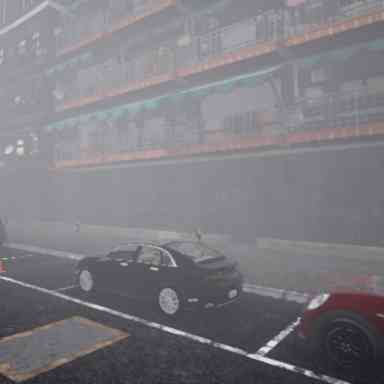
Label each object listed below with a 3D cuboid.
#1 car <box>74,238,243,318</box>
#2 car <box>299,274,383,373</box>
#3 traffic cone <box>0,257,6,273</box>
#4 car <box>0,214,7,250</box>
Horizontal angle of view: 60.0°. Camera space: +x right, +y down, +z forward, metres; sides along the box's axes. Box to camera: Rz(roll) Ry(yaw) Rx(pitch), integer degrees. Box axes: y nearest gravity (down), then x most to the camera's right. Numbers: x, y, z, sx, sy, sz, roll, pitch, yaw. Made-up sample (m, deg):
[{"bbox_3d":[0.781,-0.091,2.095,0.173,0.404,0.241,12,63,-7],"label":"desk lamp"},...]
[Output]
[{"bbox_3d":[-0.964,1.744,7.721,4.403,1.369,2.008,-1,-2,37],"label":"car"},{"bbox_3d":[3.550,1.579,4.350,4.097,1.590,1.967,-1,-2,37],"label":"car"},{"bbox_3d":[-5.948,2.178,10.229,0.340,0.580,0.340,-1,-2,37],"label":"traffic cone"},{"bbox_3d":[-9.990,1.616,14.478,5.009,1.841,2.192,-1,-2,37],"label":"car"}]
